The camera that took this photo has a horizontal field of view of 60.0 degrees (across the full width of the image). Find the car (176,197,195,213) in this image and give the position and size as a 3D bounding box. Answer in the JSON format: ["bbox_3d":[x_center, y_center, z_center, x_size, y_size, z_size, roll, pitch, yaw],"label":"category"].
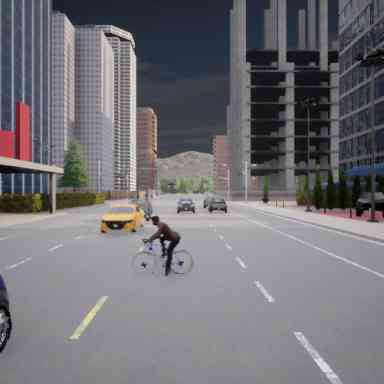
[{"bbox_3d":[-0.634,1.526,36.084,1.812,1.442,4.674,0,0,-1],"label":"car"}]

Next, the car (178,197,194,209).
[{"bbox_3d":[-0.859,1.491,46.024,2.128,1.511,4.902,0,0,-1],"label":"car"}]

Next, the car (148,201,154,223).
[{"bbox_3d":[-4.015,1.418,25.825,1.837,1.490,4.892,0,0,-1],"label":"car"}]

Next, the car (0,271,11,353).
[{"bbox_3d":[-3.621,1.352,2.876,2.097,1.767,4.553,0,0,-1],"label":"car"}]

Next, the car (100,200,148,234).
[{"bbox_3d":[-3.975,1.477,19.575,1.882,1.535,5.008,0,0,-1],"label":"car"}]

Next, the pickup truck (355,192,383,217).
[{"bbox_3d":[16.030,1.059,29.562,2.390,2.098,6.274,0,0,29],"label":"pickup truck"}]

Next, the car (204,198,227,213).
[{"bbox_3d":[2.811,1.491,37.185,2.128,1.511,4.902,0,0,-1],"label":"car"}]

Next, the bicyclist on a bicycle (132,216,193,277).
[{"bbox_3d":[-0.802,1.454,8.890,1.656,1.620,0.582,-1,0,-1],"label":"bicyclist on a bicycle"}]
